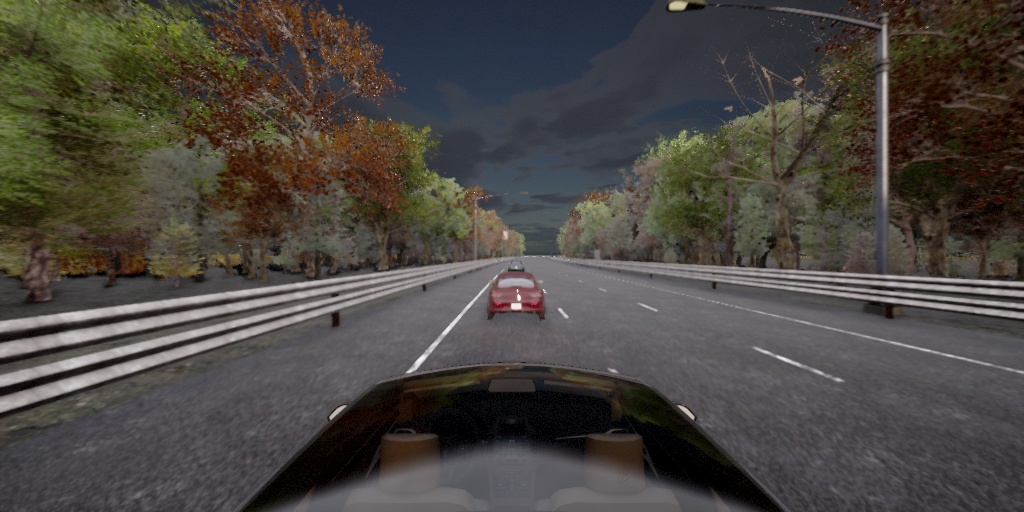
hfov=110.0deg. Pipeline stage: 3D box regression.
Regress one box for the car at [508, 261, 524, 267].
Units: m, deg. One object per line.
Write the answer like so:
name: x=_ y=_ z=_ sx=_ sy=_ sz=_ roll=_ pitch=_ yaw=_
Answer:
car: x=0.510 y=1.282 z=42.744 sx=1.994 sy=1.385 sz=4.181 roll=0 pitch=0 yaw=1

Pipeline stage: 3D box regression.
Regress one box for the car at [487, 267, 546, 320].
car: x=0.136 y=1.268 z=12.543 sx=1.812 sy=1.442 sz=4.674 roll=0 pitch=0 yaw=0
